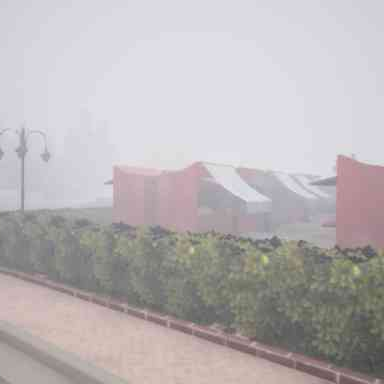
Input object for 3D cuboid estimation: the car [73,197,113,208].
[{"bbox_3d":[-9.418,1.212,32.890,1.812,1.442,4.674,1,1,36],"label":"car"}]
